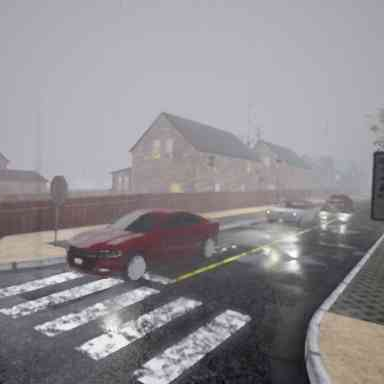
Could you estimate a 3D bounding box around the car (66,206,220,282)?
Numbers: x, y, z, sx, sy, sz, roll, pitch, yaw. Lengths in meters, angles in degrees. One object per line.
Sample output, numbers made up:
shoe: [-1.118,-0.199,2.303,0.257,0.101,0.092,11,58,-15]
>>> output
car: [-1.056,1.207,9.324,1.882,1.535,5.008,3,3,35]

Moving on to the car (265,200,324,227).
car: [5.962,1.171,19.388,1.895,1.301,4.718,3,3,35]

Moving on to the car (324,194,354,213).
car: [13.005,0.939,29.450,1.812,1.442,4.674,3,3,35]
